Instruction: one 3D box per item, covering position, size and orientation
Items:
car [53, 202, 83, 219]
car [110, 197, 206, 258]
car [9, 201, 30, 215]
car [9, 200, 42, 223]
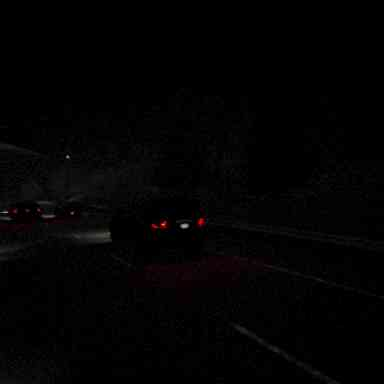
[{"bbox_3d":[-11.399,1.621,30.471,1.812,1.442,4.674,-1,0,-30],"label":"car"},{"bbox_3d":[-1.571,1.223,13.262,2.150,2.045,5.566,-1,0,-30],"label":"car"},{"bbox_3d":[-19.767,1.746,38.047,1.994,1.385,4.181,-1,0,-30],"label":"car"},{"bbox_3d":[-13.667,1.475,27.382,2.097,1.767,4.553,-1,0,-30],"label":"car"}]
